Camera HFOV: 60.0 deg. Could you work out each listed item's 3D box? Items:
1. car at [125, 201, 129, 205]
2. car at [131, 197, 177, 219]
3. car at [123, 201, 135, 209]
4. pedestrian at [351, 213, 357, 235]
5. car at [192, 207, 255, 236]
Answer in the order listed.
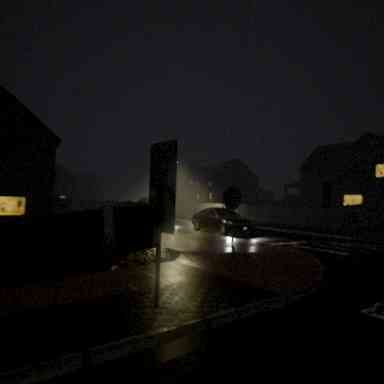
[{"bbox_3d":[-7.709,2.028,38.796,1.895,1.301,4.718,2,-2,-21],"label":"car"},{"bbox_3d":[-3.178,1.474,28.289,2.150,2.045,5.566,2,-2,-25],"label":"car"},{"bbox_3d":[-12.136,2.411,63.820,2.033,1.411,5.357,2,-1,-13],"label":"car"},{"bbox_3d":[8.790,1.379,18.071,0.375,1.860,0.375,2,-1,-31],"label":"pedestrian"},{"bbox_3d":[1.623,1.609,18.961,1.812,1.442,4.674,2,-2,-28],"label":"car"}]
